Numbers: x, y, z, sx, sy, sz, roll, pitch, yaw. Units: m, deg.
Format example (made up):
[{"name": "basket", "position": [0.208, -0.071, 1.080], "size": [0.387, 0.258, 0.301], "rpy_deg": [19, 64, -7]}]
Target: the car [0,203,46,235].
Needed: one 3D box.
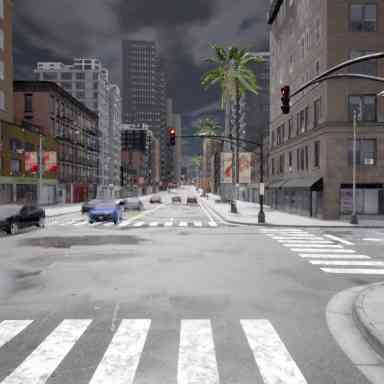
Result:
[{"name": "car", "position": [-9.878, 1.385, 18.373], "size": [1.882, 1.535, 5.008], "rpy_deg": [0, 0, 0]}]

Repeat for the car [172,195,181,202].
[{"name": "car", "position": [-3.285, 1.440, 70.908], "size": [2.128, 1.511, 4.902], "rpy_deg": [0, 0, 0]}]

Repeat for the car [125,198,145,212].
[{"name": "car", "position": [-6.661, 1.516, 38.335], "size": [1.812, 1.442, 4.674], "rpy_deg": [0, 0, 0]}]

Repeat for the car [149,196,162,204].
[{"name": "car", "position": [-6.644, 1.441, 60.878], "size": [1.882, 1.535, 5.008], "rpy_deg": [0, 0, 0]}]

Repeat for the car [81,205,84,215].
[{"name": "car", "position": [-9.907, 1.469, 34.423], "size": [1.882, 1.535, 5.008], "rpy_deg": [0, 0, 0]}]

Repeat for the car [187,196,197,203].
[{"name": "car", "position": [-0.045, 1.502, 71.377], "size": [1.994, 1.385, 4.181], "rpy_deg": [0, 0, 0]}]

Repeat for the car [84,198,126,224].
[{"name": "car", "position": [-6.236, 1.463, 24.387], "size": [1.882, 1.535, 5.008], "rpy_deg": [0, 0, -6]}]

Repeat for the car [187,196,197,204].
[{"name": "car", "position": [0.000, 1.440, 61.335], "size": [1.882, 1.535, 5.008], "rpy_deg": [0, 0, 0]}]

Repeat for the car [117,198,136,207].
[{"name": "car", "position": [-9.928, 1.580, 50.718], "size": [1.895, 1.301, 4.718], "rpy_deg": [0, 0, 0]}]
